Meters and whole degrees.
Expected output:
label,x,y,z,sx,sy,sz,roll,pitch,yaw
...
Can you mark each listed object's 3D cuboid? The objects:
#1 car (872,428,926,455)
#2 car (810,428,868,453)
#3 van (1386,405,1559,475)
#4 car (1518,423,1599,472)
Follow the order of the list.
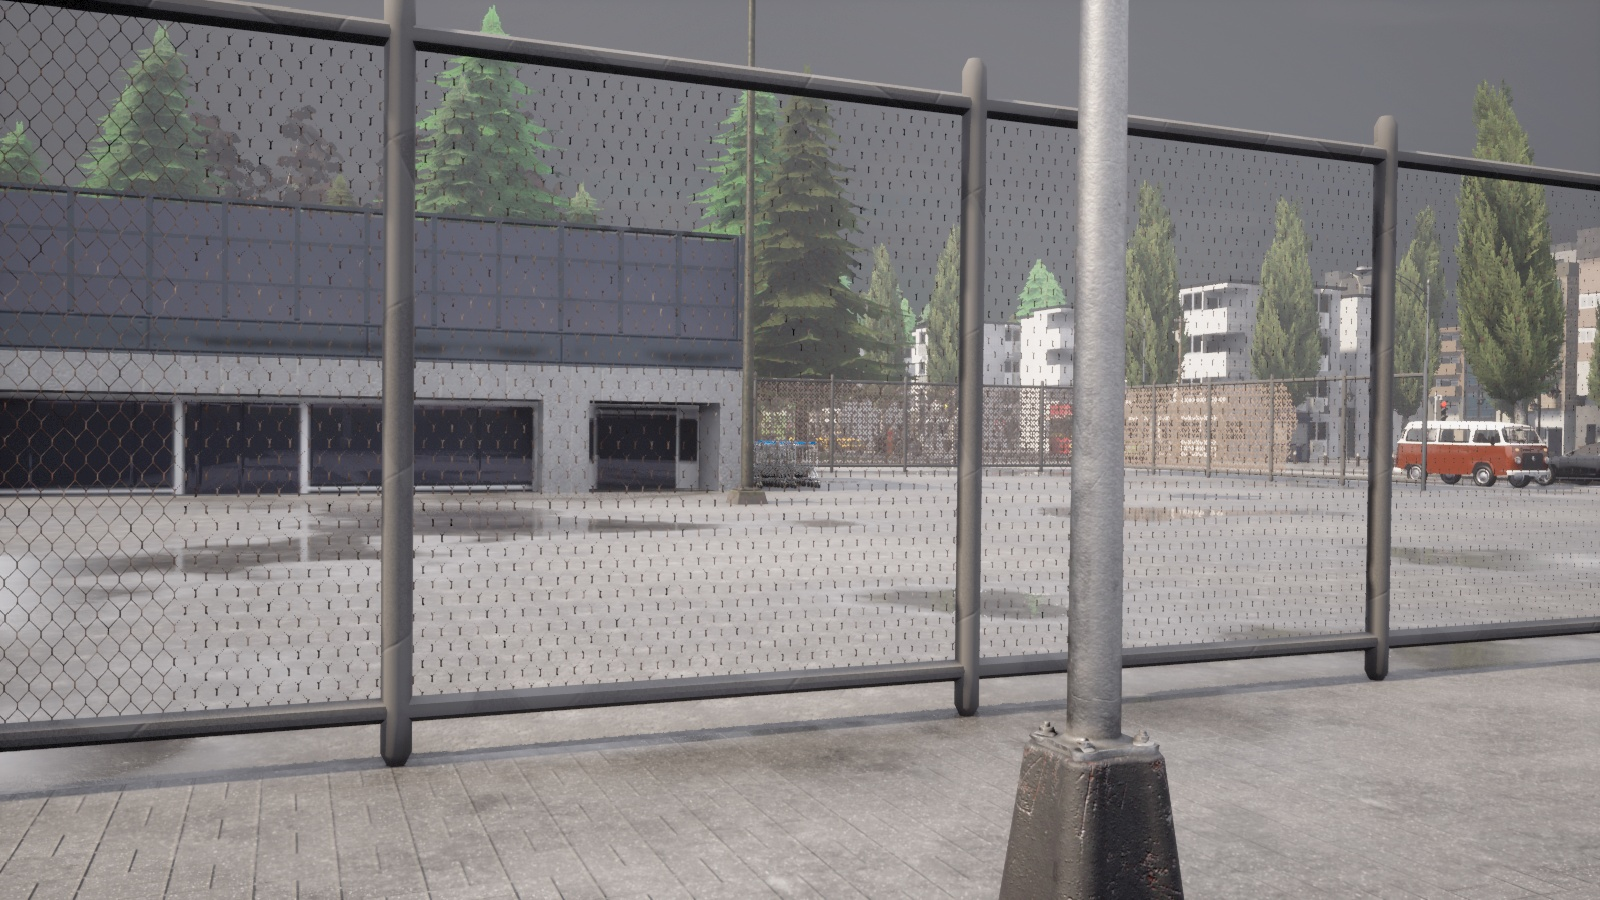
label,x,y,z,sx,sy,sz,roll,pitch,yaw
car,5.938,-0.520,75.749,1.789,1.549,3.705,-1,1,-21
car,2.559,-0.657,83.993,1.801,1.575,5.366,-1,1,-22
van,20.856,-0.341,39.153,2.069,2.038,4.480,-1,1,-22
car,25.242,-0.109,39.003,2.163,1.488,4.792,-1,1,-22
